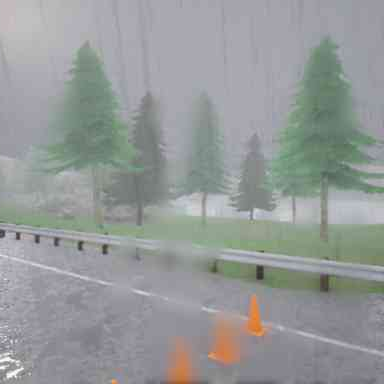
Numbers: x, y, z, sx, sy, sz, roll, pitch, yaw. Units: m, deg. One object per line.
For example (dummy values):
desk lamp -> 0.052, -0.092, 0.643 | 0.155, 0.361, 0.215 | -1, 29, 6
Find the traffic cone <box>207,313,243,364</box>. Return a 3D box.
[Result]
traffic cone -> 0.440, 1.957, 4.568 | 0.340, 0.580, 0.340 | 0, 0, 35

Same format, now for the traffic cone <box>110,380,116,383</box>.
traffic cone -> -0.695, 1.953, 2.922 | 0.340, 0.580, 0.340 | 0, 0, 35

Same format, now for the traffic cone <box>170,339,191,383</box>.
traffic cone -> -0.128, 1.955, 3.745 | 0.340, 0.580, 0.340 | 0, 0, 35

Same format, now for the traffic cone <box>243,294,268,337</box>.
traffic cone -> 1.008, 1.959, 5.391 | 0.340, 0.580, 0.340 | 0, 0, 35
